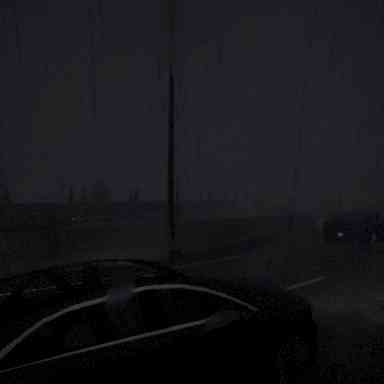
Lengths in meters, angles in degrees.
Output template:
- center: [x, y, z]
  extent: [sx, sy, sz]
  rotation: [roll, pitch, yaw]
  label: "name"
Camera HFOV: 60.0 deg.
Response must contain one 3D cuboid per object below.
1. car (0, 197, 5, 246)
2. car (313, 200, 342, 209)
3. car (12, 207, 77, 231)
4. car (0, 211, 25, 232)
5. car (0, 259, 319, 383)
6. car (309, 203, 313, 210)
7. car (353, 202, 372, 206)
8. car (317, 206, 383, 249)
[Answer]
- center: [-10.895, 1.247, 13.503]
  extent: [5.566, 2.045, 2.150]
  rotation: [1, 0, -36]
  label: "car"
- center: [17.767, 1.898, 42.624]
  extent: [2.128, 1.511, 4.902]
  rotation: [0, -1, 41]
  label: "car"
- center: [-9.444, 1.619, 18.938]
  extent: [5.357, 1.411, 2.033]
  rotation: [1, 0, -38]
  label: "car"
- center: [-8.387, 1.550, 11.061]
  extent: [4.674, 1.442, 1.812]
  rotation: [1, 0, -36]
  label: "car"
- center: [-0.598, 1.511, 3.533]
  extent: [4.902, 1.511, 2.128]
  rotation: [1, -1, -37]
  label: "car"
- center: [19.053, 1.968, 49.436]
  extent: [1.837, 1.490, 4.892]
  rotation: [0, -1, 41]
  label: "car"
- center: [21.001, 1.941, 41.011]
  extent: [1.812, 1.442, 4.674]
  rotation: [0, -1, 41]
  label: "car"
- center: [7.924, 1.635, 15.558]
  extent: [5.008, 1.535, 1.882]
  rotation: [1, 0, -45]
  label: "car"
